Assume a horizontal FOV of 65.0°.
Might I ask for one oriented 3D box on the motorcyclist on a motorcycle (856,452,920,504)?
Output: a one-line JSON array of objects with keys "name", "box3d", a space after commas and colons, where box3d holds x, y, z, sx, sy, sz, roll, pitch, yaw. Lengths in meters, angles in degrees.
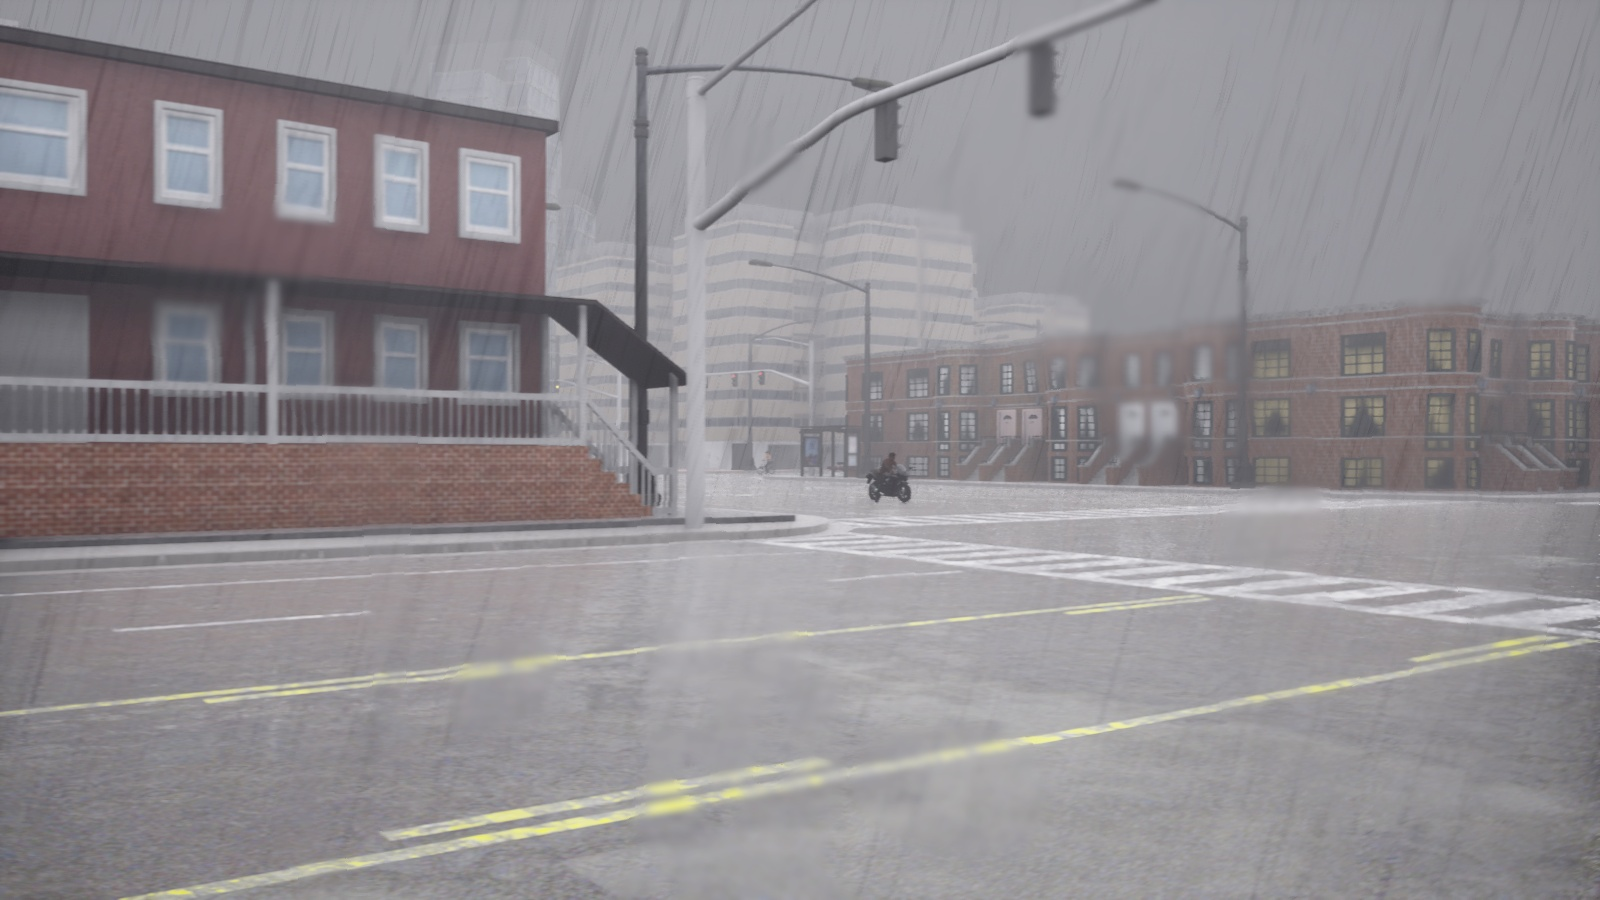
[{"name": "motorcyclist on a motorcycle", "box3d": [2.641, 0.814, 37.849, 0.797, 1.523, 2.044, 0, 0, -35]}]
